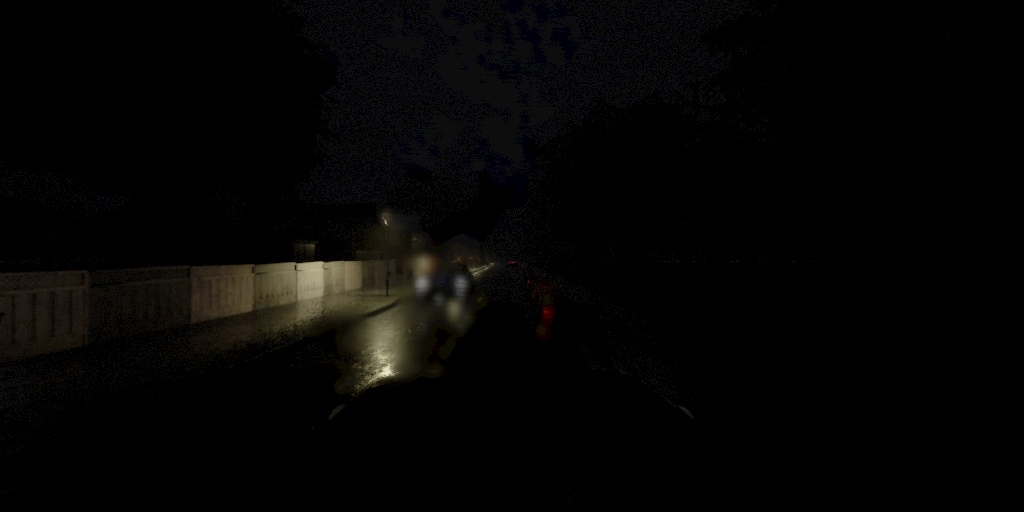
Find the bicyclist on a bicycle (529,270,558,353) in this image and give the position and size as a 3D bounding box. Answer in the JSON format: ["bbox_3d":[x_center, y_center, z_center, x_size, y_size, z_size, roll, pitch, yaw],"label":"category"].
[{"bbox_3d":[0.758,1.202,7.875,0.582,1.620,1.656,0,0,0],"label":"bicyclist on a bicycle"}]

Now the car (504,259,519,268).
[{"bbox_3d":[0.137,1.267,61.561,2.128,1.511,4.902,0,0,0],"label":"car"}]

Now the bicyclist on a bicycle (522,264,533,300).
[{"bbox_3d":[0.764,1.203,16.876,0.582,1.620,1.656,0,0,0],"label":"bicyclist on a bicycle"}]

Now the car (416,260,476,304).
[{"bbox_3d":[-2.843,1.102,16.271,2.097,1.767,4.553,0,0,0],"label":"car"}]
